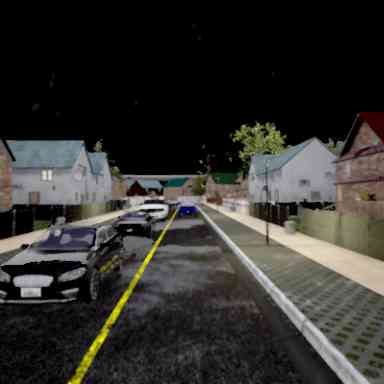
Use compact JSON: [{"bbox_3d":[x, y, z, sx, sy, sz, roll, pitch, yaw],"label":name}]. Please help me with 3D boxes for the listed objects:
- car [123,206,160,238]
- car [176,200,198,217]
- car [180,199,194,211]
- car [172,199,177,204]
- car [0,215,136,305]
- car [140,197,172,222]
[{"bbox_3d":[-3.130,1.727,18.550,1.994,1.385,4.181,0,0,-1],"label":"car"},{"bbox_3d":[-0.439,1.744,34.523,1.882,1.535,5.008,0,0,-1],"label":"car"},{"bbox_3d":[-0.657,1.838,47.352,1.882,1.535,5.008,0,0,-1],"label":"car"},{"bbox_3d":[-3.906,2.118,69.733,1.895,1.301,4.718,0,0,-2],"label":"car"},{"bbox_3d":[-2.965,1.577,8.490,2.128,1.511,4.902,0,0,-1],"label":"car"},{"bbox_3d":[-3.261,1.465,29.212,2.150,2.045,5.566,0,0,0],"label":"car"}]
